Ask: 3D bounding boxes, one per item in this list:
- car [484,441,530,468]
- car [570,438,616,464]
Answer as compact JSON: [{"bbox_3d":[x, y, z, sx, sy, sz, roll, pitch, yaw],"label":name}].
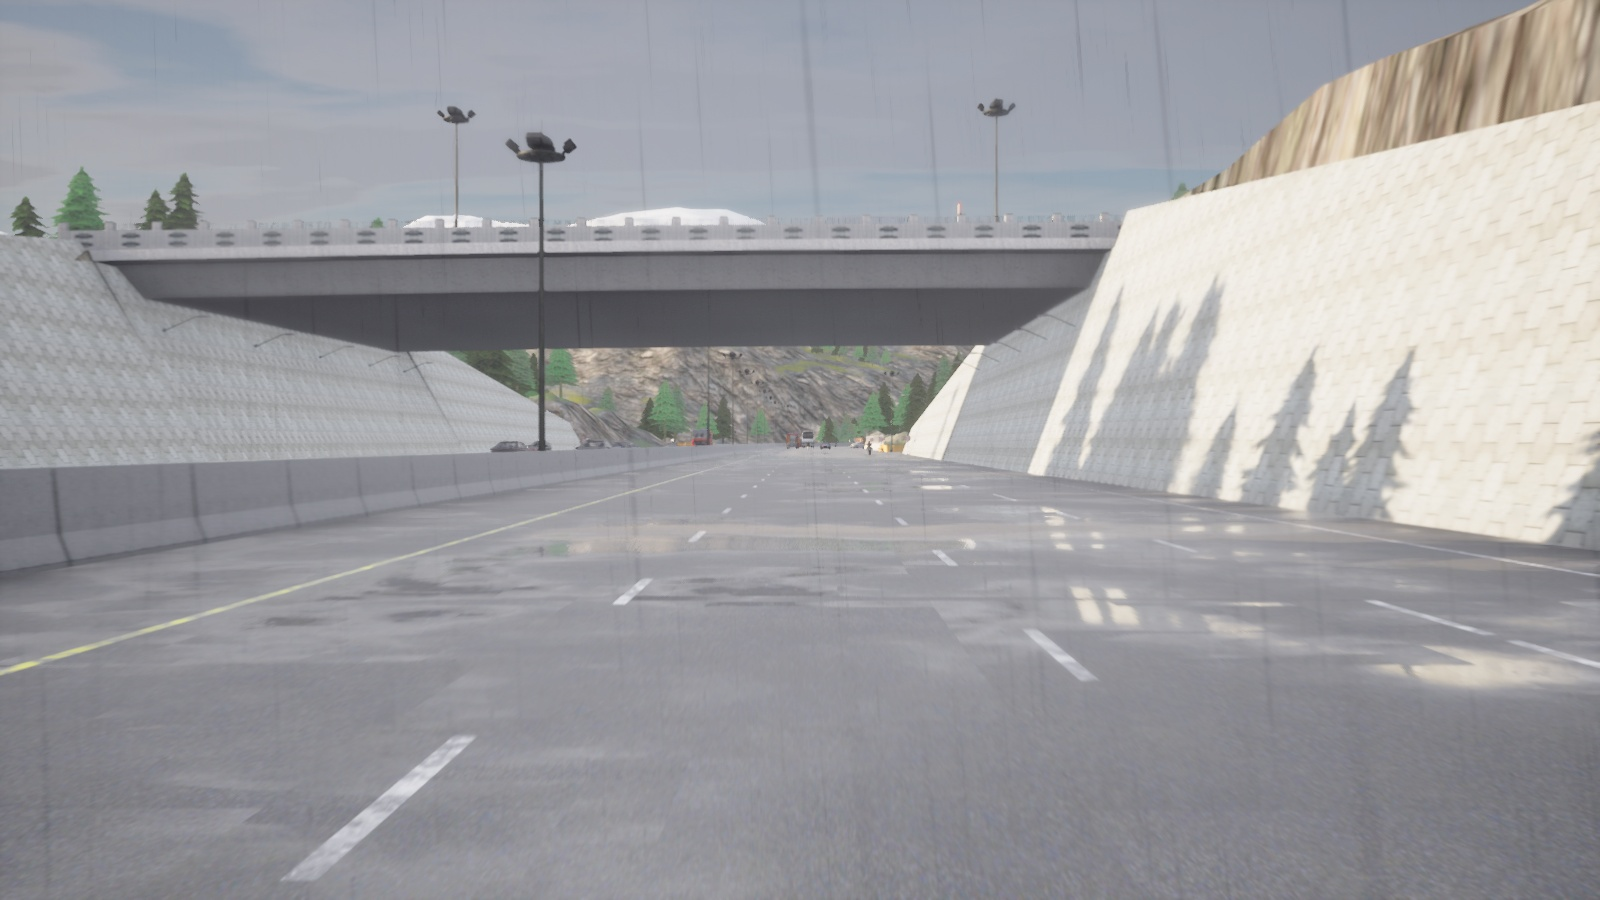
[{"bbox_3d":[-17.071,0.234,73.309,1.789,1.549,3.705,0,0,0],"label":"car"},{"bbox_3d":[-13.518,0.044,82.273,2.242,1.667,4.611,0,0,0],"label":"car"}]
